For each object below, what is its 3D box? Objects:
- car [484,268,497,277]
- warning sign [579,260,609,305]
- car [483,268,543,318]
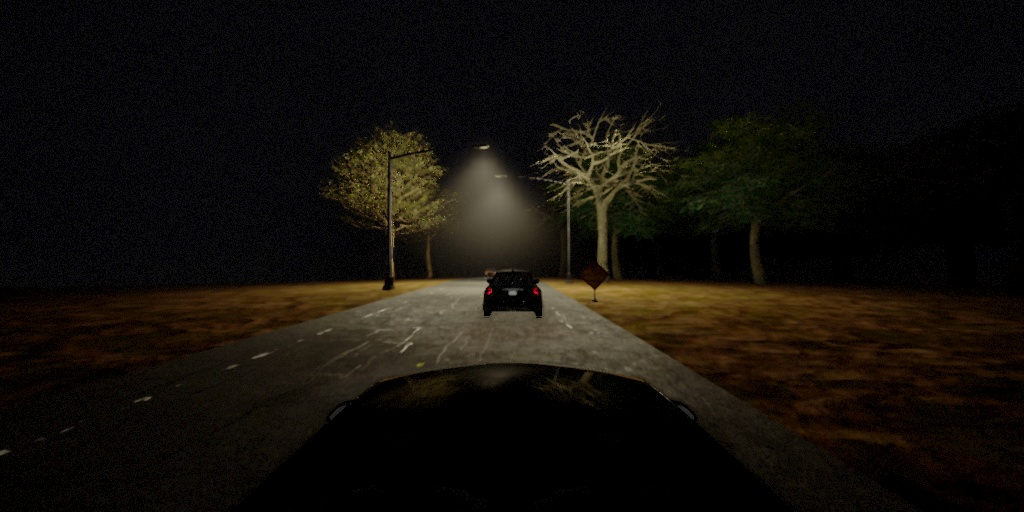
[{"bbox_3d":[-3.543,2.791,60.780,1.882,1.535,5.008,0,-2,1],"label":"car"},{"bbox_3d":[3.550,1.091,15.313,1.300,1.860,1.060,0,0,0],"label":"warning sign"},{"bbox_3d":[0.043,1.311,14.251,2.097,1.767,4.553,0,-1,0],"label":"car"}]
